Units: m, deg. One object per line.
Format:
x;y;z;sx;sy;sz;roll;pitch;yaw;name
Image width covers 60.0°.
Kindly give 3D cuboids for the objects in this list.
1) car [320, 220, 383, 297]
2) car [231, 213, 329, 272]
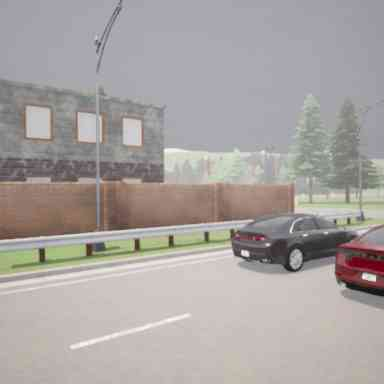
5.304;1.399;7.581;5.008;1.535;1.882;-1;0;-35;car
3.445;1.425;10.552;4.892;1.490;1.837;-1;0;-35;car
